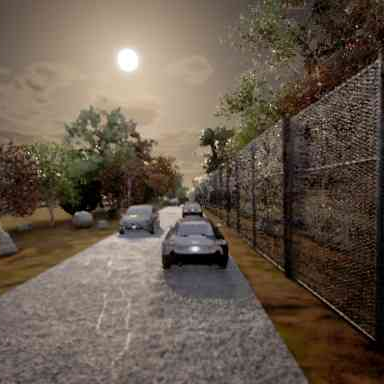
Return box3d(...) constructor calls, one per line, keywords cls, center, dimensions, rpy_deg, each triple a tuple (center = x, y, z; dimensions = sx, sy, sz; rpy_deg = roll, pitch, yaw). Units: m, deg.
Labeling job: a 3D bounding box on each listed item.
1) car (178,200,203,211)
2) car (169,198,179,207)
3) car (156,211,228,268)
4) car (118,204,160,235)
box3d(cls="car", center=(0.035, 1.575, 29.841), dimensions=(2.033, 1.411, 5.357), rpy_deg=(0, 0, 0))
box3d(cls="car", center=(-3.050, 1.923, 59.217), dimensions=(1.837, 1.490, 4.892), rpy_deg=(0, -1, 0))
box3d(cls="car", center=(0.084, 1.558, 11.255), dimensions=(1.994, 1.385, 4.181), rpy_deg=(0, 0, 0))
box3d(cls="car", center=(-2.878, 1.497, 18.944), dimensions=(1.837, 1.490, 4.892), rpy_deg=(0, 0, 0))
